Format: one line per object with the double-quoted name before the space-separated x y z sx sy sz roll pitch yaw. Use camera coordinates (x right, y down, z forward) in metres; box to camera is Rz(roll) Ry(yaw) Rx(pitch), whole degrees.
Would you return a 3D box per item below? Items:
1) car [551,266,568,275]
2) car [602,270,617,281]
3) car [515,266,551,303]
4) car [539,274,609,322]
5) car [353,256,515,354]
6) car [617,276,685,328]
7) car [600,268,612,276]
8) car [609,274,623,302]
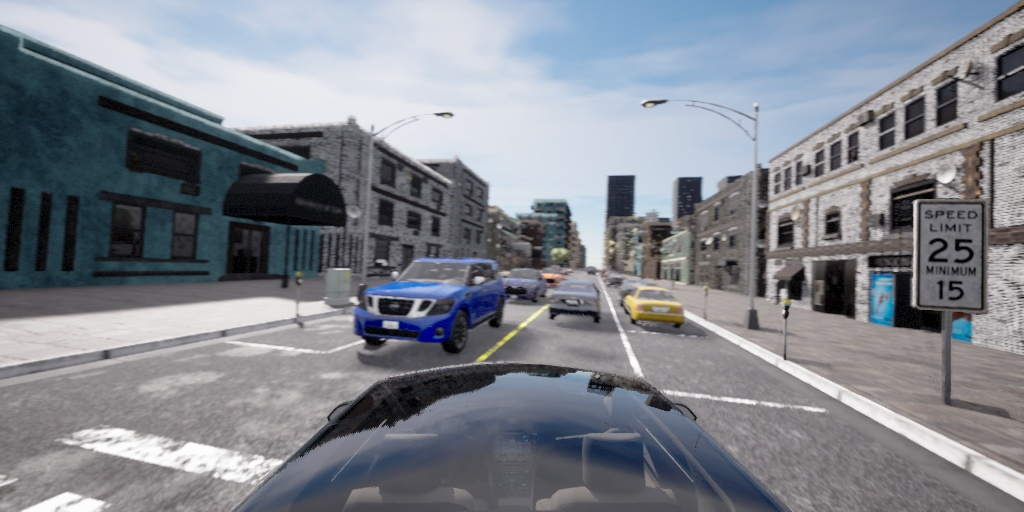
"car" 3.376 1.827 31.396 2.097 1.767 4.553 2 -2 13
"car" 10.060 2.381 34.856 2.007 1.370 4.403 0 0 13
"car" 0.619 1.464 19.492 2.097 1.767 4.553 2 -1 13
"car" 2.568 1.636 14.204 2.033 1.411 5.357 2 -1 13
"car" -1.686 1.032 9.486 2.150 2.045 5.566 2 -1 13
"car" 5.132 1.706 13.464 1.751 1.417 4.829 0 0 13
"car" 12.544 2.596 45.636 1.967 1.591 4.097 0 0 13
"car" 6.335 1.893 18.688 2.007 1.370 4.403 0 0 13
